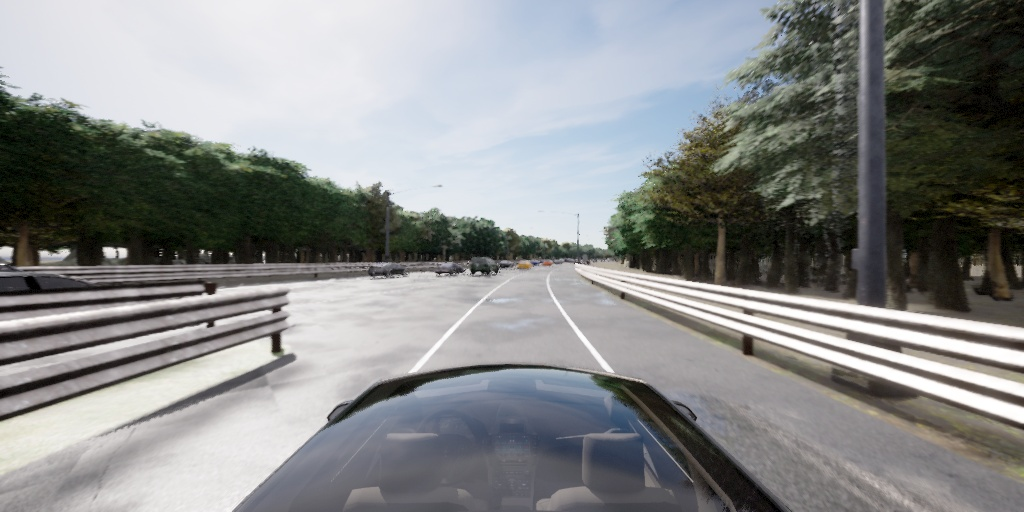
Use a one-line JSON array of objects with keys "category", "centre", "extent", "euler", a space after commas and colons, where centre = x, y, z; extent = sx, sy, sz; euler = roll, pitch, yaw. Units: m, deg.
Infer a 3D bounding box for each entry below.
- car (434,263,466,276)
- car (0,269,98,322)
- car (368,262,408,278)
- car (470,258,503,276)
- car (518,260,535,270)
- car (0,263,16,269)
[{"category": "car", "centre": [-7.114, 1.523, 41.532], "extent": [2.033, 1.411, 5.357], "euler": [0, 0, 14]}, {"category": "car", "centre": [-11.723, 1.155, 8.696], "extent": [1.837, 1.490, 4.892], "euler": [0, -1, 14]}, {"category": "car", "centre": [-12.206, 1.385, 35.598], "extent": [2.128, 1.511, 4.902], "euler": [1, 0, 14]}, {"category": "car", "centre": [-3.220, 1.229, 42.672], "extent": [2.150, 2.045, 5.566], "euler": [0, 0, 14]}, {"category": "car", "centre": [2.354, 1.680, 64.945], "extent": [1.882, 1.535, 5.008], "euler": [0, 0, 14]}, {"category": "car", "centre": [-18.040, 0.997, 12.280], "extent": [2.097, 1.767, 4.553], "euler": [0, -1, 14]}]
